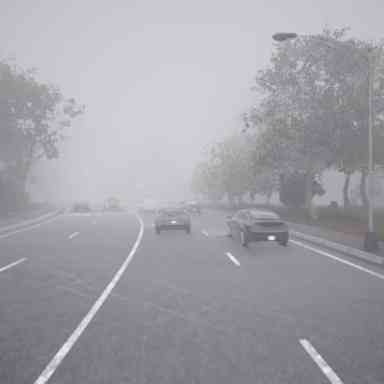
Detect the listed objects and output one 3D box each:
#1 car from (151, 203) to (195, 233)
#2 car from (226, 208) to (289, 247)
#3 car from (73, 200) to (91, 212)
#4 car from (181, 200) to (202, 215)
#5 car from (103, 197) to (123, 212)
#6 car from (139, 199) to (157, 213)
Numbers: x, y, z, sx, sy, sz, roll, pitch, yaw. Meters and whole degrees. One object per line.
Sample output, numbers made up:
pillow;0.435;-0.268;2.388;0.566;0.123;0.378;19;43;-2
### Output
car;-1.232;1.570;19.724;1.994;1.385;4.181;0;0;-7
car;2.815;1.505;15.097;1.837;1.490;4.892;0;0;-5
car;-12.760;1.612;38.592;1.895;1.301;4.718;0;0;-18
car;-0.306;1.537;33.681;1.812;1.442;4.674;0;0;-13
car;-9.323;1.363;39.165;2.097;1.767;4.553;0;0;-18
car;-4.781;1.539;36.957;1.812;1.442;4.674;0;0;-15
